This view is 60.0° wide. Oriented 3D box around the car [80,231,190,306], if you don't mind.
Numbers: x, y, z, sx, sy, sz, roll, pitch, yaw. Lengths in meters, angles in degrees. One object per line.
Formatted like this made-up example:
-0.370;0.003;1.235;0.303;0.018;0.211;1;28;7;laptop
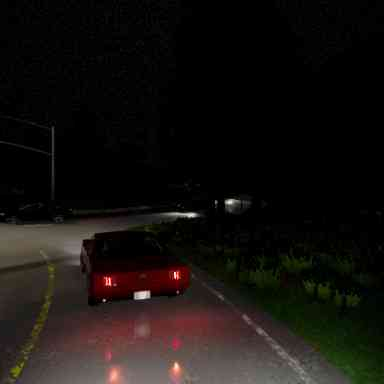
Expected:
-1.688;1.601;8.167;1.895;1.301;4.718;0;0;-21;car

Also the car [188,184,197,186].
0.065;-1.820;70.112;2.128;1.511;4.902;0;5;-1;car

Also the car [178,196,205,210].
0.432;1.158;33.831;1.837;1.490;4.892;0;3;33;car

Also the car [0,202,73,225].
-11.097;1.495;23.813;4.902;1.511;2.128;0;0;-21;car
